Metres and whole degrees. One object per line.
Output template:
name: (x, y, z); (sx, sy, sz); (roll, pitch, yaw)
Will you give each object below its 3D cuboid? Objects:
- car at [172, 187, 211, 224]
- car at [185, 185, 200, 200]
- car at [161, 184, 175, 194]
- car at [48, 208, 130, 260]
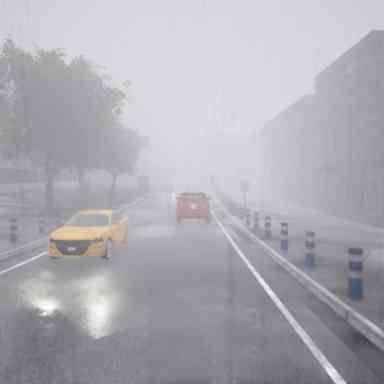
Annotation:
car: (0.085, 0.913, 22.482); (2.150, 2.045, 5.566); (0, 2, 0)
car: (0.049, 0.046, 42.660); (1.882, 1.535, 5.008); (0, 4, 0)
car: (-3.643, -0.577, 52.018); (1.812, 1.442, 4.674); (0, 4, 0)
car: (-3.614, 1.419, 12.463); (1.882, 1.535, 5.008); (0, 1, 0)
